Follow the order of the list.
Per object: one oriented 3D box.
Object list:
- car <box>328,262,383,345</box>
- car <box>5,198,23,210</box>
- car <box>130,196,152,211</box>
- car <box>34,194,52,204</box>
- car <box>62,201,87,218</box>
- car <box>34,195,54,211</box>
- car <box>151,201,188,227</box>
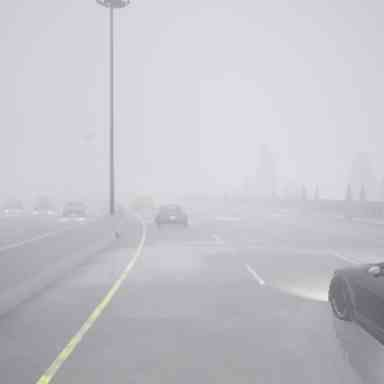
[{"bbox_3d":[3.558,1.547,4.553,1.994,1.385,4.181,0,0,-1],"label":"car"},{"bbox_3d":[-22.441,1.514,42.033,2.033,1.411,5.357,0,0,-25],"label":"car"},{"bbox_3d":[-5.904,1.272,38.941,2.097,1.767,4.553,0,0,-19],"label":"car"},{"bbox_3d":[-29.422,1.336,65.662,2.097,1.767,4.553,0,0,-39],"label":"car"},{"bbox_3d":[-10.509,1.485,29.995,2.033,1.411,5.357,0,0,-15],"label":"car"},{"bbox_3d":[-17.452,1.300,39.262,2.097,1.767,4.553,0,0,-22],"label":"car"},{"bbox_3d":[-1.474,1.502,22.084,1.994,1.385,4.181,0,0,-9],"label":"car"}]
